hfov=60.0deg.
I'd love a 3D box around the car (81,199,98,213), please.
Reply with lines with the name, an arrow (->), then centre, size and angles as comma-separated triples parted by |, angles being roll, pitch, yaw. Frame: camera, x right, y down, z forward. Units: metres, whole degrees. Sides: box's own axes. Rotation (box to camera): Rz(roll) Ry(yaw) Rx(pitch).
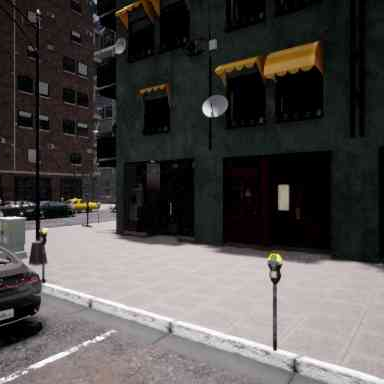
car -> -10.931, 1.255, 30.536 | 1.752, 1.417, 4.829 | 1, 1, 35

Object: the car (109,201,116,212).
car -> -6.015, 1.153, 33.056 | 2.128, 1.511, 4.902 | 0, 1, 35

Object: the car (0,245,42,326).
car -> -4.495, 1.553, 6.091 | 4.403, 1.369, 2.008 | 0, 0, 36

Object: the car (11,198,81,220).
car -> -11.177, 1.350, 25.689 | 1.994, 1.385, 4.181 | 0, 1, 35

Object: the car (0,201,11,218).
car -> -14.028, 1.355, 26.115 | 2.008, 1.369, 4.403 | 1, 1, 35
